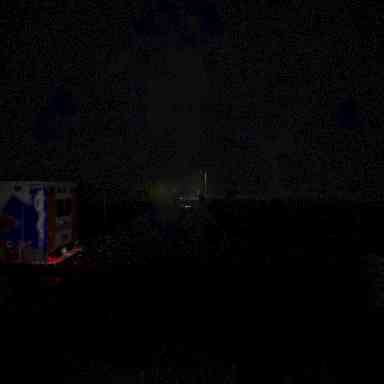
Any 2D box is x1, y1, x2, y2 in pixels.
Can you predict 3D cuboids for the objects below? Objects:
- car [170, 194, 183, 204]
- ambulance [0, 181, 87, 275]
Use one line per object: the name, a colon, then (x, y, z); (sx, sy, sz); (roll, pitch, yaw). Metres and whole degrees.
car: (-2.747, 1.145, 58.373); (2.097, 1.767, 4.553); (0, 0, 0)
ambulance: (-6.411, 0.907, 9.193); (6.366, 2.431, 2.351); (1, 1, 0)
